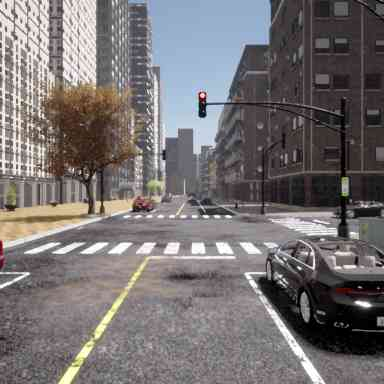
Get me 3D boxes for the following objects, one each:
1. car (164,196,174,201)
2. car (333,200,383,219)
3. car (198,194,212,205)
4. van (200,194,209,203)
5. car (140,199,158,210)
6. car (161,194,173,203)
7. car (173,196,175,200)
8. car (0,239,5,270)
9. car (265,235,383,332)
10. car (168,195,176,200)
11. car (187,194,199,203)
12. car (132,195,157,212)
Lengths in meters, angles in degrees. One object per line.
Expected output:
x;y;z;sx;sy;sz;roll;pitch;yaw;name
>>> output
-5.727;1.632;83.340;2.008;1.369;4.403;0;0;0;car
13.415;1.350;26.183;4.403;1.369;2.008;-1;1;-1;car
2.664;1.610;61.251;1.947;1.339;4.313;0;0;0;car
2.658;1.402;72.298;1.690;1.788;3.998;0;0;0;van
-5.710;1.592;44.680;1.947;1.339;4.313;0;0;0;car
-5.722;1.627;72.294;1.947;1.339;4.313;0;0;0;car
-5.725;1.385;77.817;2.192;1.841;5.009;0;0;0;car
-5.694;1.545;6.769;1.887;1.381;4.507;0;0;0;car
2.687;1.551;6.772;2.008;1.369;4.403;0;0;0;car
-5.732;1.654;94.385;2.008;1.369;4.403;0;0;0;car
-0.030;1.656;68.927;1.895;1.301;4.718;0;0;0;car
-5.708;1.336;39.157;2.192;1.841;5.009;0;0;0;car
